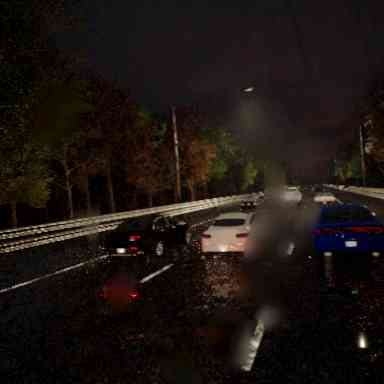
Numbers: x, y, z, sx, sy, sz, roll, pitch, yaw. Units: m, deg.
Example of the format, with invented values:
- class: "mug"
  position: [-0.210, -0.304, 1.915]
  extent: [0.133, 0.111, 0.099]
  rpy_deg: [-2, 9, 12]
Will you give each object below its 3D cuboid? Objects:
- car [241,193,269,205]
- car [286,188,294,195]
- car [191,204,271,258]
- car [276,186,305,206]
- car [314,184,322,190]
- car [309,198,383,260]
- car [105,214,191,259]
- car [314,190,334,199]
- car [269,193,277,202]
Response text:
- class: "car"
  position: [6.447, 1.199, 35.076]
  extent: [2.033, 1.411, 5.357]
  rpy_deg: [-4, 0, 20]
- class: "car"
  position: [25.950, -0.112, 87.881]
  extent: [1.812, 1.442, 4.674]
  rpy_deg: [-4, 0, 20]
- class: "car"
  position: [1.729, 1.445, 12.231]
  extent: [1.812, 1.442, 4.674]
  rpy_deg: [-4, 0, 20]
- class: "car"
  position: [11.792, 0.498, 39.533]
  extent: [2.150, 2.045, 5.566]
  rpy_deg: [-4, 0, 20]
- class: "car"
  position: [32.574, -0.646, 85.669]
  extent: [1.882, 1.535, 5.008]
  rpy_deg: [-4, 0, 20]
- class: "car"
  position: [5.006, 1.156, 11.033]
  extent: [1.882, 1.535, 5.008]
  rpy_deg: [-4, 0, 20]
- class: "car"
  position: [-1.547, 1.667, 13.445]
  extent: [1.837, 1.490, 4.892]
  rpy_deg: [-4, 0, 20]
- class: "car"
  position: [13.693, 0.725, 34.528]
  extent: [1.895, 1.301, 4.718]
  rpy_deg: [-4, 0, 20]
- class: "car"
  position: [11.990, 0.840, 50.079]
  extent: [2.033, 1.411, 5.357]
  rpy_deg: [-4, 0, 20]
